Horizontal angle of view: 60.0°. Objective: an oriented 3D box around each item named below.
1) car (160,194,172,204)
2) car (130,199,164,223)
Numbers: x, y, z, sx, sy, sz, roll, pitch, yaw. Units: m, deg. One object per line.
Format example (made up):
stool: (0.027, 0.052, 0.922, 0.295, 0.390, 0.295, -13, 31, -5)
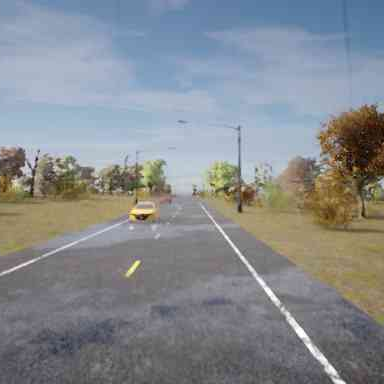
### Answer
car: (-5.307, 1.426, 67.799, 2.150, 2.045, 5.566, 0, 0, -7)
car: (-3.608, 1.549, 26.164, 1.882, 1.535, 5.008, 0, 0, 0)
